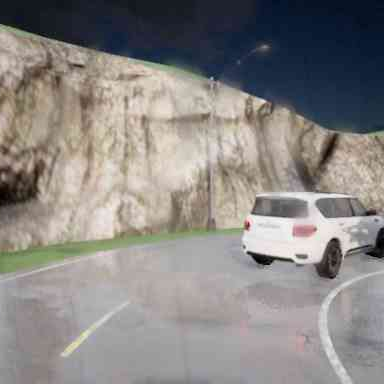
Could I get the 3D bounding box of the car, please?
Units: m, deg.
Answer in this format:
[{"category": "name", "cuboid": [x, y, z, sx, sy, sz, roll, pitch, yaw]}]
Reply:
[{"category": "car", "cuboid": [3.803, 1.026, 9.741, 5.566, 2.045, 2.150, 0, 1, -43]}]
